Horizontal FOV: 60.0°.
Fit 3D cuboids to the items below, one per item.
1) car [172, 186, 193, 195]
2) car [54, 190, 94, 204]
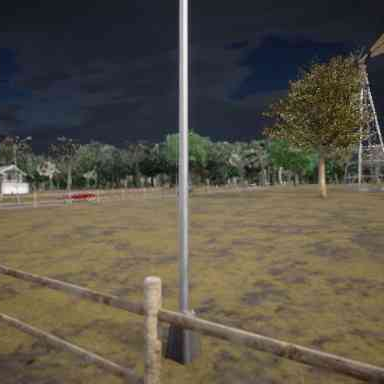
[{"bbox_3d":[-1.553,-0.289,59.560,1.837,1.490,4.892,-3,0,36],"label":"car"},{"bbox_3d":[-14.635,0.564,41.315,1.882,1.535,5.008,-3,1,35],"label":"car"}]
